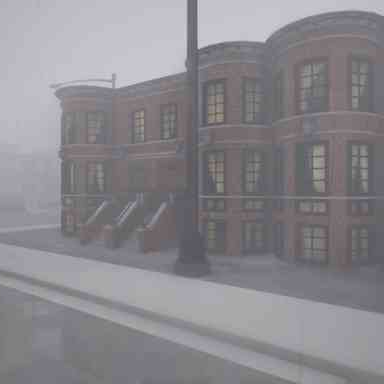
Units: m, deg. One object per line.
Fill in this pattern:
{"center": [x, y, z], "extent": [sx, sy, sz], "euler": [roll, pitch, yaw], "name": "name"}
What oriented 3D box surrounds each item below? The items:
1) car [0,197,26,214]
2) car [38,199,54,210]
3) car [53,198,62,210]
{"center": [-19.473, 1.352, 33.762], "extent": [2.097, 1.767, 4.553], "euler": [0, 0, 35], "name": "car"}
{"center": [-17.260, 1.477, 42.899], "extent": [1.882, 1.535, 5.008], "euler": [0, 0, 35], "name": "car"}
{"center": [-14.194, 1.601, 41.171], "extent": [1.895, 1.301, 4.718], "euler": [0, 0, 36], "name": "car"}
